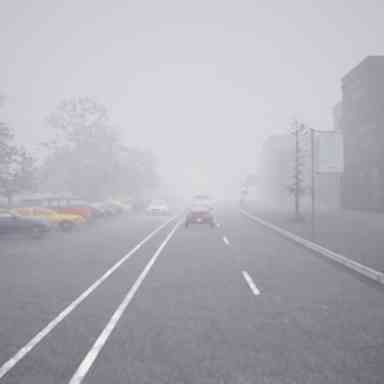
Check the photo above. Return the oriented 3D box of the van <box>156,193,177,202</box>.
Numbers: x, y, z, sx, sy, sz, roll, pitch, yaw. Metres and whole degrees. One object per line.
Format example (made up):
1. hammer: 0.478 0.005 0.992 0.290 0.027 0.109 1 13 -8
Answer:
1. van: -5.822 1.296 75.549 4.442 1.987 1.878 -1 1 -15

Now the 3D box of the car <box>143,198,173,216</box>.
1. car: -3.384 1.609 33.861 1.812 1.442 4.674 0 0 3

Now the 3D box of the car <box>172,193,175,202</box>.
1. car: -6.432 1.435 66.725 4.553 1.767 2.185 -1 0 -16

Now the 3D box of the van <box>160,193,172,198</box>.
1. van: -6.742 1.345 63.741 4.442 1.987 1.878 -1 0 -16

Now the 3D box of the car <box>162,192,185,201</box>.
1. car: -4.817 1.201 87.374 5.566 2.045 2.435 -1 1 -15

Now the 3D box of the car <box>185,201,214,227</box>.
1. car: 0.525 1.573 22.948 1.812 1.442 4.674 0 0 2

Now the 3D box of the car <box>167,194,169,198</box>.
1. car: -7.272 1.584 57.821 5.366 1.575 1.946 -1 0 -16

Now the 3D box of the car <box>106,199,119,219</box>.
1. car: -8.851 1.596 28.235 4.674 1.452 2.002 0 -1 -18

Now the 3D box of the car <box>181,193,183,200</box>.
1. car: -5.080 1.481 81.553 5.366 1.575 1.946 -1 0 -16

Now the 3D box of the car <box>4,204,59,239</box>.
1. car: -9.257 1.557 16.377 4.674 1.452 2.002 -1 0 -19

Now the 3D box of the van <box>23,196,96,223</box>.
1. van: -8.981 1.308 22.356 4.442 1.987 1.878 -1 -1 -18

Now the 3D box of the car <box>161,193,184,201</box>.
1. car: -4.997 1.218 84.452 5.566 2.045 2.435 -1 0 -15

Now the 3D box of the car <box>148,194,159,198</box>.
1. car: -7.719 1.467 48.987 4.553 1.767 2.185 -1 0 -16

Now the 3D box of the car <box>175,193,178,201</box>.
1. car: -6.178 1.548 69.689 5.008 1.535 2.097 -1 0 -16

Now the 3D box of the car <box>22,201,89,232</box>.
1. car: -9.002 1.520 19.407 5.366 1.575 1.946 -1 0 -19

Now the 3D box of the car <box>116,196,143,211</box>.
1. car: -8.458 1.581 37.115 5.008 1.535 2.097 -1 0 -17

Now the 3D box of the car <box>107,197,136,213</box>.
1. car: -8.792 1.574 34.094 5.366 1.575 1.946 -1 0 -18

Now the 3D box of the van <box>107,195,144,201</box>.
1. van: -8.416 1.363 40.045 4.442 1.987 1.878 -1 0 -17

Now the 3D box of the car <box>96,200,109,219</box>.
1. car: -8.984 1.586 25.283 4.674 1.452 2.002 -1 0 -18

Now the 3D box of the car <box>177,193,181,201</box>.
1. car: -5.973 1.284 72.625 5.566 2.045 2.435 -1 0 -16

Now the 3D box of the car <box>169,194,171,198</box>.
1. car: -6.888 1.608 60.815 4.792 1.488 2.163 -1 0 -16

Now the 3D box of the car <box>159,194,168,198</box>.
1. car: -7.143 1.584 54.961 5.366 1.575 1.946 -1 0 -16

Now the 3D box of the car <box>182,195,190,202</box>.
1. car: -0.493 1.545 74.365 1.812 1.442 4.674 0 0 4

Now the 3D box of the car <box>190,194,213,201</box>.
1. car: 1.360 1.311 41.278 2.150 2.045 5.566 0 -1 4

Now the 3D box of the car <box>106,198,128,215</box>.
1. car: -8.741 1.606 31.181 4.674 1.452 2.002 -1 0 -18

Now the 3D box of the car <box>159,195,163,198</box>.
1. car: -7.547 1.593 51.946 4.892 1.521 2.231 -1 0 -16

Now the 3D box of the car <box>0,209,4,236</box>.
1. car: -9.406 1.251 10.424 5.566 2.045 2.435 -1 0 -19

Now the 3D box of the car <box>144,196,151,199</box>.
1. car: -8.130 1.630 43.051 4.674 1.452 2.002 -1 0 -17
